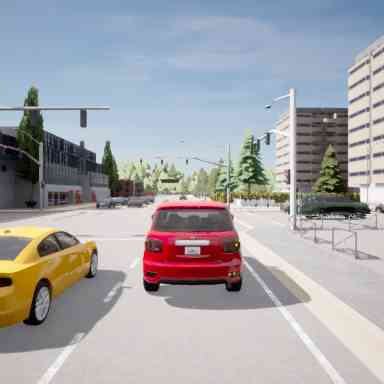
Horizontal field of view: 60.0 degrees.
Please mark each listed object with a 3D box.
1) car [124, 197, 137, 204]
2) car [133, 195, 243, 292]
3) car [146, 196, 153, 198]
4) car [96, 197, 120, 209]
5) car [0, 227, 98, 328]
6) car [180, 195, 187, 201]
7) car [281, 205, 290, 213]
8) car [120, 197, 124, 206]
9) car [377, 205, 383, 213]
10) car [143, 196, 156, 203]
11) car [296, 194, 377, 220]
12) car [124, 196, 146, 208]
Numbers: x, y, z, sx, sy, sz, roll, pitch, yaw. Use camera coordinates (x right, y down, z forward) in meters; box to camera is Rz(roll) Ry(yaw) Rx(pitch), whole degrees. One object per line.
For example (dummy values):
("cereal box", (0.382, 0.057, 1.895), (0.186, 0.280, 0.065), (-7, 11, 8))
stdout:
("car", (-12.284, 1.601, 66.374), (1.895, 1.301, 4.718), (0, 0, -1))
("car", (0.017, 1.221, 9.089), (2.150, 2.045, 5.566), (0, 0, 0))
("car", (-8.646, 1.492, 59.467), (2.128, 1.511, 4.902), (0, 0, -1))
("car", (-11.792, 1.492, 45.836), (2.128, 1.511, 4.902), (0, 0, -2))
("car", (-3.478, 1.478, 7.101), (1.882, 1.535, 5.008), (0, 0, 0))
("car", (-2.333, 1.524, 87.170), (1.812, 1.442, 4.674), (0, 0, -2))
("car", (12.085, 1.547, 34.557), (5.357, 1.411, 2.033), (0, 0, -2))
("car", (-12.061, 1.547, 56.088), (2.033, 1.411, 5.357), (0, 0, -1))
("car", (22.168, 1.547, 34.861), (5.357, 1.411, 2.033), (0, 0, -2))
("car", (-8.859, 1.540, 69.831), (2.033, 1.411, 5.357), (0, 0, -2))
("car", (11.622, 1.221, 27.330), (5.566, 2.045, 2.150), (0, 0, -2))
("car", (-8.388, 1.505, 49.256), (1.837, 1.490, 4.892), (0, 0, -2))
